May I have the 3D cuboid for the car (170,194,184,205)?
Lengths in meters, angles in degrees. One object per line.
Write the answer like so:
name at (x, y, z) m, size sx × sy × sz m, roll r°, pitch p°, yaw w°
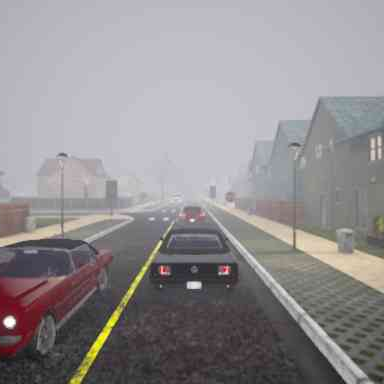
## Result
car at (-2.935, 1.358, 64.528) m, size 2.150 × 2.045 × 5.566 m, roll 0°, pitch 0°, yaw 0°

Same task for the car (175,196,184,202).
car at (-2.941, 1.674, 79.933) m, size 1.895 × 1.301 × 4.718 m, roll 0°, pitch 0°, yaw 0°

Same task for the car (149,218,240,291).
car at (0.059, 1.618, 8.988) m, size 1.895 × 1.301 × 4.718 m, roll 0°, pitch 0°, yaw 0°

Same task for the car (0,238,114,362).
car at (-2.863, 1.613, 6.038) m, size 1.895 × 1.301 × 4.718 m, roll 0°, pitch 0°, yaw 0°

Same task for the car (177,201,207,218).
car at (0.021, 1.570, 22.472) m, size 1.812 × 1.442 × 4.674 m, roll 0°, pitch 0°, yaw 0°
